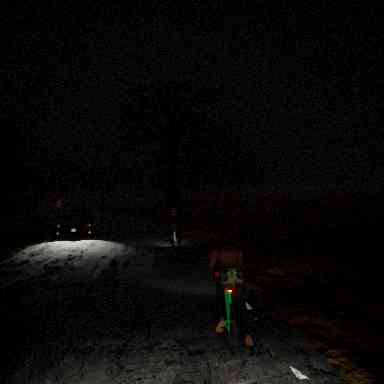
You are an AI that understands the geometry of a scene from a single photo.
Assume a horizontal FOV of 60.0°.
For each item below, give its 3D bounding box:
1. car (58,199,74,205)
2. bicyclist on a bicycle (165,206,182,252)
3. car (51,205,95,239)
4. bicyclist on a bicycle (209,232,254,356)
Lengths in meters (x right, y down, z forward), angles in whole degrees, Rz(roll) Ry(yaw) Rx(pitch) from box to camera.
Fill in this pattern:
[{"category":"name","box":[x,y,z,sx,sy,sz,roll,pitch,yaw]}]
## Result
[{"category":"car","box":[-22.241,1.977,59.175,1.895,1.301,4.718,0,-1,-26]},{"category":"bicyclist on a bicycle","box":[-0.754,1.420,13.167,0.659,1.776,1.843,0,0,-9]},{"category":"car","box":[-6.241,1.637,17.674,1.994,1.385,4.181,0,0,-19]},{"category":"bicyclist on a bicycle","box":[0.547,1.462,5.137,0.582,1.620,1.656,0,0,-1]}]
